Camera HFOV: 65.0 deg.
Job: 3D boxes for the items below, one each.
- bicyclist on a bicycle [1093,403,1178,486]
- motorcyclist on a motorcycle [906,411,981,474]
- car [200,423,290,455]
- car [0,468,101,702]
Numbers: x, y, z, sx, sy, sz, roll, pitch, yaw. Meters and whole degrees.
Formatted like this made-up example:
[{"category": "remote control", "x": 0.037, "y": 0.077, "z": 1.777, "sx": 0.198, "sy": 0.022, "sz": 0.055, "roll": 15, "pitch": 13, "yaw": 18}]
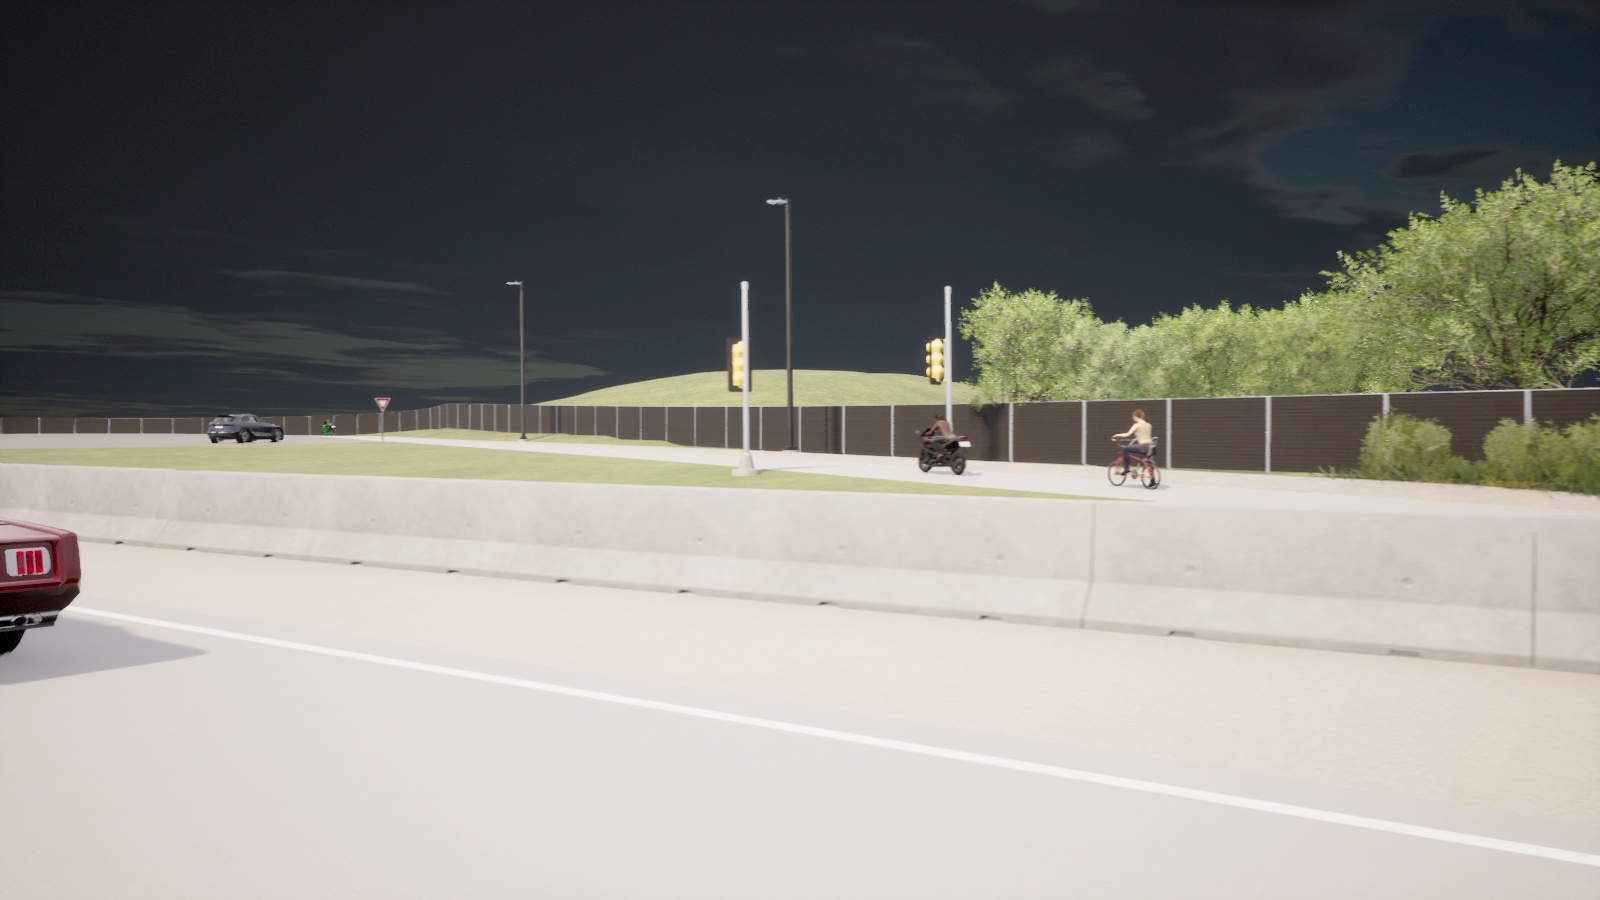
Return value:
[{"category": "bicyclist on a bicycle", "x": 6.834, "y": -0.142, "z": 25.651, "sx": 0.866, "sy": 1.612, "sz": 1.509, "roll": -2, "pitch": 3, "yaw": -29}, {"category": "motorcyclist on a motorcycle", "x": 3.567, "y": -0.210, "z": 31.433, "sx": 0.797, "sy": 1.523, "sz": 2.044, "roll": -2, "pitch": 2, "yaw": -29}, {"category": "car", "x": -30.666, "y": -0.645, "z": 69.579, "sx": 2.033, "sy": 1.649, "sz": 4.856, "roll": -1, "pitch": 1, "yaw": 12}, {"category": "car", "x": -6.716, "y": 0.783, "z": 8.088, "sx": 4.718, "sy": 1.301, "sz": 1.895, "roll": 0, "pitch": 1, "yaw": 34}]
